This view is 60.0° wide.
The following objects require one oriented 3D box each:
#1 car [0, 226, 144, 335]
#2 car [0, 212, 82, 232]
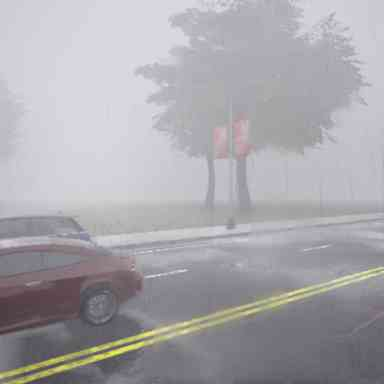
[{"bbox_3d":[-3.071,1.523,5.470,4.674,1.442,1.812,0,0,-36],"label":"car"},{"bbox_3d":[-4.745,1.348,8.285,4.553,1.767,2.097,0,0,-35],"label":"car"}]
